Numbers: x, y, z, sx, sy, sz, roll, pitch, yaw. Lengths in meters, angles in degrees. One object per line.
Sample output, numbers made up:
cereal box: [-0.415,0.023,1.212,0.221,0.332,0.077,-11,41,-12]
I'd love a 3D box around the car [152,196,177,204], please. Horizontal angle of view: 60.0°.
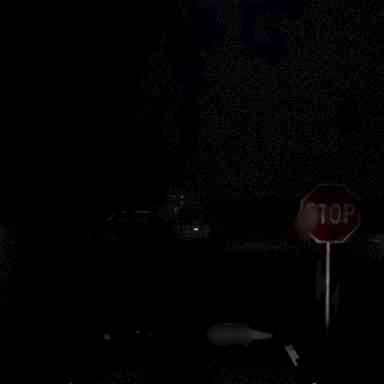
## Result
car: [-2.781,1.386,31.560,1.994,1.385,4.181,0,0,-1]

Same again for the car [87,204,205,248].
car: [-1.897,1.443,14.080,4.902,1.511,2.128,1,1,0]

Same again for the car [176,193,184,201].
car: [-2.622,0.940,66.008,2.097,1.767,4.553,0,0,0]

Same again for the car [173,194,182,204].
car: [-2.742,1.331,45.803,1.895,1.301,4.718,0,0,0]
